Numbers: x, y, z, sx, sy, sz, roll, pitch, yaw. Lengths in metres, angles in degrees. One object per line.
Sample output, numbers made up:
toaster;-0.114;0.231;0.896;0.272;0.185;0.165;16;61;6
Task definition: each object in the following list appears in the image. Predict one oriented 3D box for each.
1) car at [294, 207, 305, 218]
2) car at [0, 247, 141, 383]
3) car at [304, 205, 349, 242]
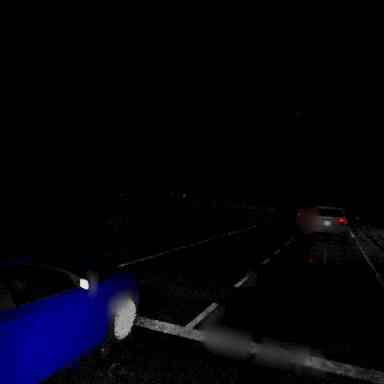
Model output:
car;14.890;2.767;44.851;1.837;1.490;4.892;3;0;23
car;-2.384;1.332;3.620;1.882;1.535;5.008;3;0;22
car;8.617;1.891;21.062;2.150;2.045;5.566;3;-1;23
